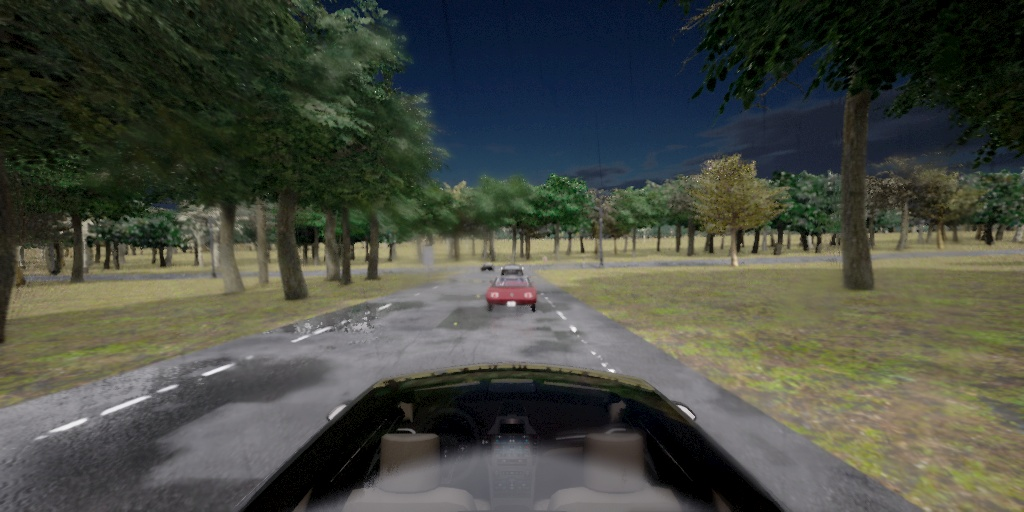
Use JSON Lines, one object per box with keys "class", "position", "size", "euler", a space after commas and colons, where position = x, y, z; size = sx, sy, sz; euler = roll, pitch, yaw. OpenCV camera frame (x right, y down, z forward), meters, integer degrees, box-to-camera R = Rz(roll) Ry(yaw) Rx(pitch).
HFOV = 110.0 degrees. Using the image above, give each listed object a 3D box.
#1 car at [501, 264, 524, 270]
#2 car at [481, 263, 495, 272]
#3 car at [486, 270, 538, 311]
{"class": "car", "position": [0.029, 1.437, 31.134], "size": [1.882, 1.535, 5.008], "euler": [0, 0, 1]}
{"class": "car", "position": [-3.521, 1.694, 52.699], "size": [1.895, 1.301, 4.718], "euler": [0, 0, 0]}
{"class": "car", "position": [0.017, 1.454, 15.089], "size": [1.895, 1.301, 4.718], "euler": [0, 0, 0]}
